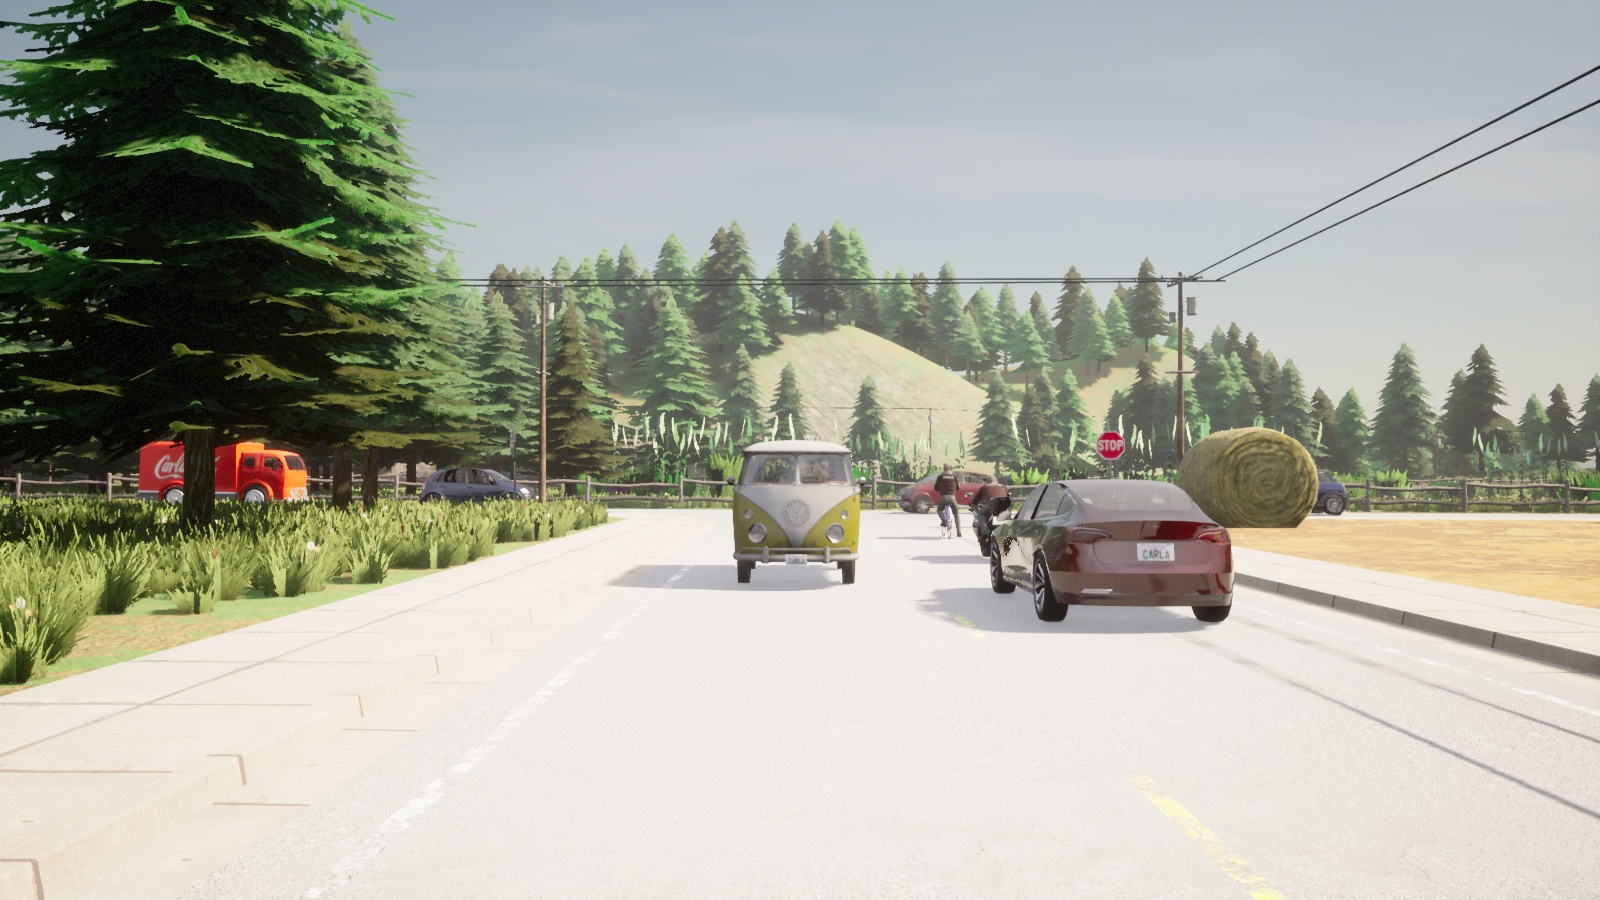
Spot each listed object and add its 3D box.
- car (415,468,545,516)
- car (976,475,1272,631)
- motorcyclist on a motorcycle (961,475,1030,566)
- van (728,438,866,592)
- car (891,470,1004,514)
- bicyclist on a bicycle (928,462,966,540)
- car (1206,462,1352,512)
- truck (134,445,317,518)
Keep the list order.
[{"bbox_3d":[-11.075,1.453,43.640,3.988,1.617,1.851,0,-1,3],"label":"car"},{"bbox_3d":[3.466,1.044,14.535,2.163,1.488,4.792,0,-1,0],"label":"car"},{"bbox_3d":[3.447,1.210,22.362,0.866,1.530,2.191,0,-1,0],"label":"motorcyclist on a motorcycle"},{"bbox_3d":[-0.045,0.878,18.524,1.775,1.987,4.442,0,-1,0],"label":"van"},{"bbox_3d":[5.336,1.505,45.640,3.705,1.549,1.789,0,-1,-12],"label":"car"},{"bbox_3d":[3.430,1.163,29.355,0.659,1.776,1.843,0,-1,0],"label":"bicyclist on a bicycle"},{"bbox_3d":[17.410,1.337,45.829,4.553,1.767,2.097,0,-1,3],"label":"car"},{"bbox_3d":[-20.065,1.105,44.039,5.204,2.467,2.627,0,-1,2],"label":"truck"}]
